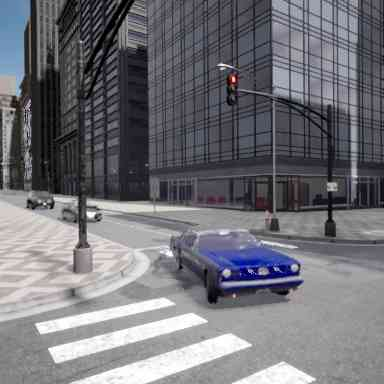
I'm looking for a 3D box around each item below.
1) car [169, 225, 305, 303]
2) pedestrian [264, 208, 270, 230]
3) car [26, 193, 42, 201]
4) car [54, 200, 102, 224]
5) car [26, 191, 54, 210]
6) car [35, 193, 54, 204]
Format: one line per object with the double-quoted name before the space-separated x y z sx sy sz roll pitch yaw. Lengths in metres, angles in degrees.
"car" 0.783 1.582 8.487 1.895 1.301 4.718 0 1 -15
"pedestrian" 3.902 1.373 17.255 0.500 1.100 0.500 0 0 -34
"car" -28.438 0.922 59.669 1.895 1.301 4.718 -1 1 -34
"car" -7.913 1.309 23.603 2.128 1.511 4.902 -1 1 -34
"car" -16.837 0.881 36.826 2.150 2.045 5.566 -1 1 -34
"car" -22.871 0.951 51.438 1.837 1.490 4.892 -1 1 -34
